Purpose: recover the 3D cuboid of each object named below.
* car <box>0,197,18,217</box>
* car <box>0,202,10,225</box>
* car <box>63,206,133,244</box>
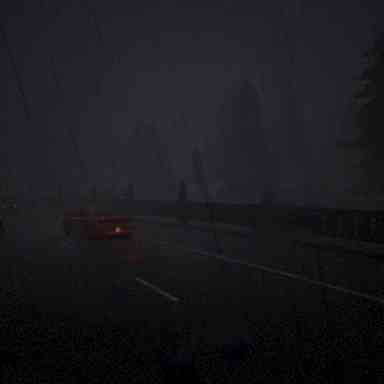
[{"bbox_3d":[-17.050,1.244,29.135,4.553,1.767,2.097,0,0,43],"label":"car"},{"bbox_3d":[-13.241,1.474,20.525,2.033,1.411,5.357,0,0,-43],"label":"car"},{"bbox_3d":[-4.549,1.404,15.618,1.882,1.535,5.008,0,0,-37],"label":"car"}]
